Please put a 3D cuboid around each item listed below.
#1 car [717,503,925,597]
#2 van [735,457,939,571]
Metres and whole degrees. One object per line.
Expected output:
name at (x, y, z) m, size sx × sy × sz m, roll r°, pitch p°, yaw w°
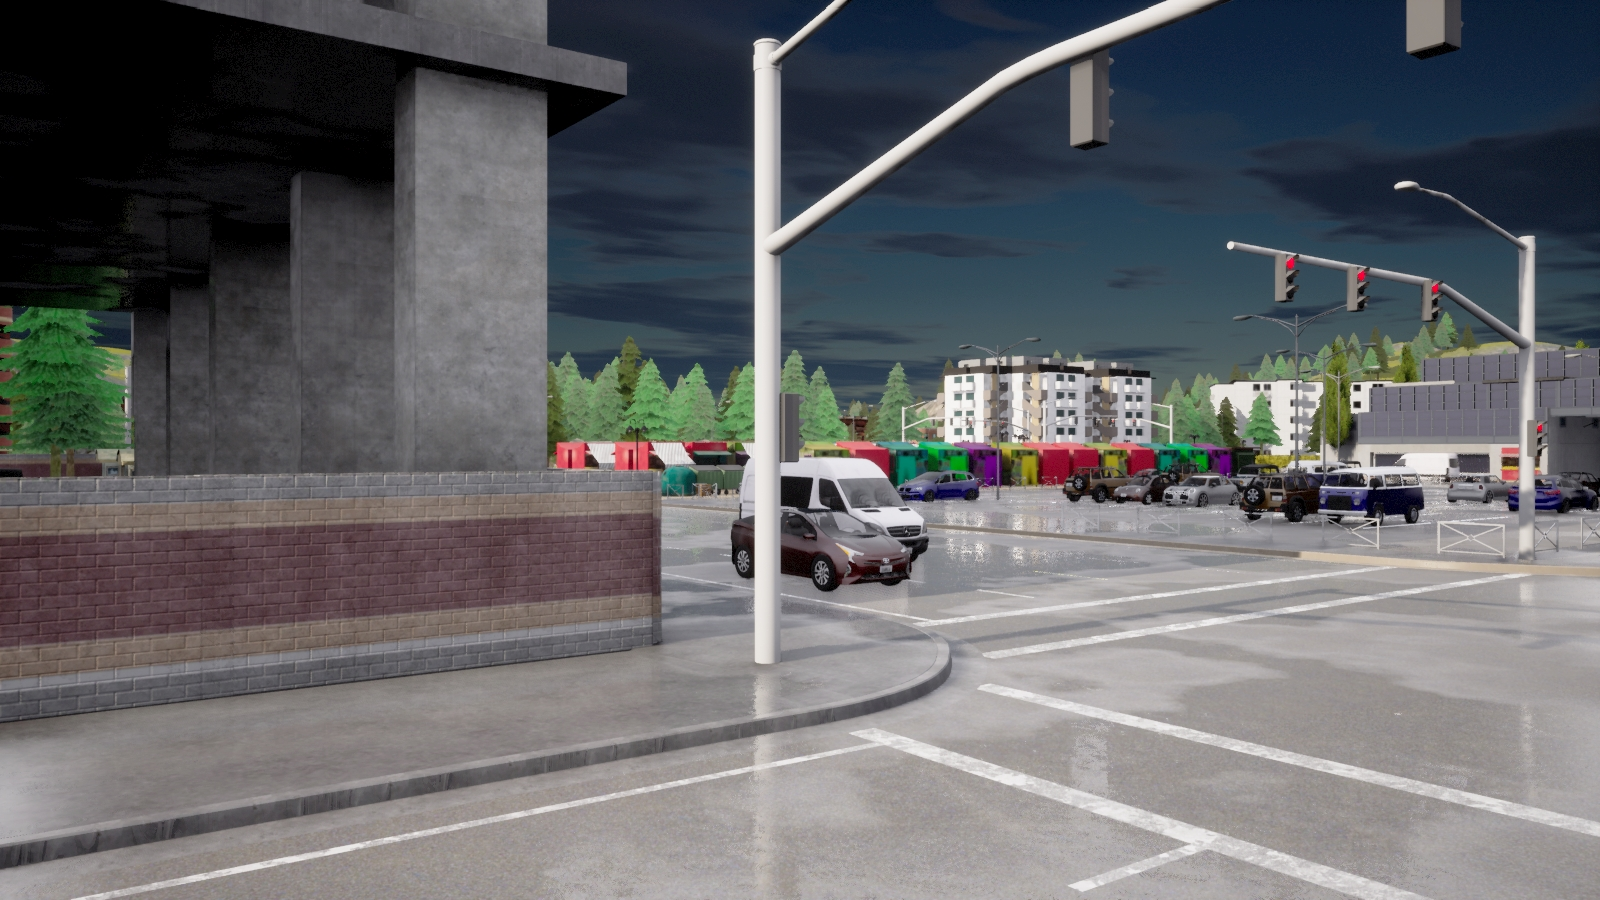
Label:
car at (0.324, 1.984, 23.786) m, size 2.007 × 1.525 × 4.514 m, roll 0°, pitch 0°, yaw -36°
van at (0.780, 1.479, 29.066) m, size 1.988 × 2.561 × 5.915 m, roll 0°, pitch 0°, yaw -36°
